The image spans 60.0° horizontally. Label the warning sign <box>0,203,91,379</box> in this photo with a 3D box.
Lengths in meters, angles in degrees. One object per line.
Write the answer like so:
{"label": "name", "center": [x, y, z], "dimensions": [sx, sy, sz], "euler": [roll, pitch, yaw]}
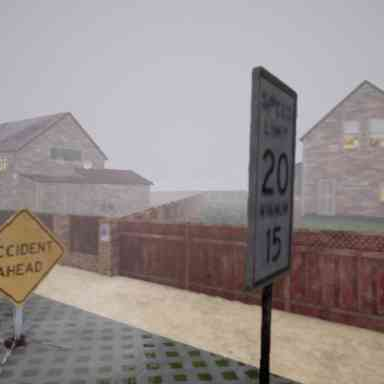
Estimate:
{"label": "warning sign", "center": [-2.225, 1.105, 4.299], "dimensions": [1.060, 1.860, 1.300], "euler": [2, 0, 36]}
